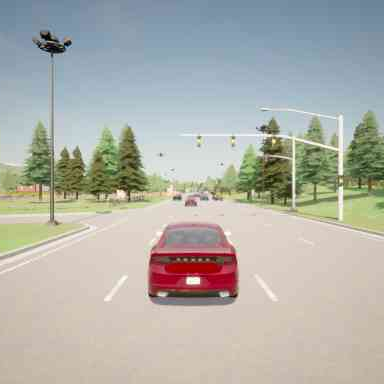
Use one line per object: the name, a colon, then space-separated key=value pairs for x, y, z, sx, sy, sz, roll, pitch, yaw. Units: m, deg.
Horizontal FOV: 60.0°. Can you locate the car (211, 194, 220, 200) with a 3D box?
car: x=6.698 y=1.372 z=94.244 sx=2.033 sy=1.411 sz=5.357 roll=0 pitch=0 yaw=0

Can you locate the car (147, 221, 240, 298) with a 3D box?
car: x=0.036 y=1.478 z=8.586 sx=1.882 sy=1.535 sz=5.008 roll=0 pitch=0 yaw=0

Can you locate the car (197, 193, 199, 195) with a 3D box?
car: x=3.198 y=1.357 z=94.232 sx=2.128 sy=1.511 sz=4.902 roll=0 pitch=0 yaw=0

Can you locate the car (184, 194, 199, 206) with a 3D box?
car: x=-0.170 y=1.525 z=53.188 sx=1.812 sy=1.442 sz=4.674 roll=0 pitch=0 yaw=0

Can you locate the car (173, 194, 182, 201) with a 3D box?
car: x=-3.768 y=1.469 z=83.790 sx=1.882 sy=1.535 sz=5.008 roll=0 pitch=0 yaw=0

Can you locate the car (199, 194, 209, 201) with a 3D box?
car: x=3.230 y=1.516 z=84.229 sx=1.812 sy=1.442 sz=4.674 roll=0 pitch=0 yaw=0

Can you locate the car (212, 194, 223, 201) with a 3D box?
car: x=6.732 y=1.516 z=83.824 sx=2.128 sy=1.511 sz=4.902 roll=0 pitch=0 yaw=0

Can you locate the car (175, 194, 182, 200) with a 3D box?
car: x=-3.802 y=1.310 z=94.210 sx=1.882 sy=1.535 sz=5.008 roll=0 pitch=0 yaw=0
